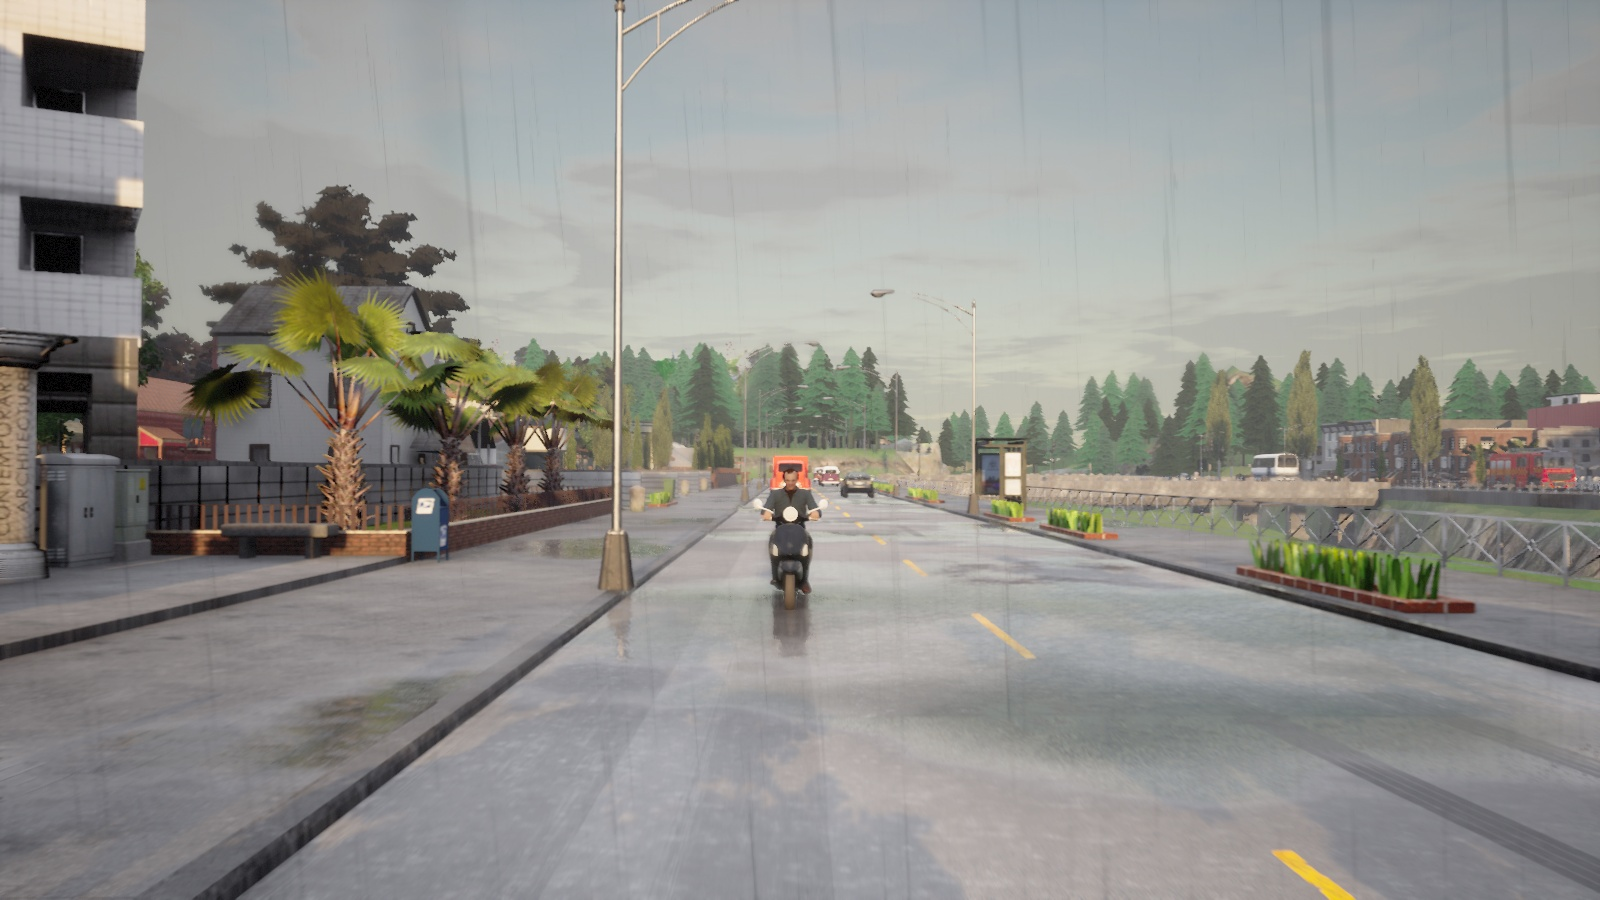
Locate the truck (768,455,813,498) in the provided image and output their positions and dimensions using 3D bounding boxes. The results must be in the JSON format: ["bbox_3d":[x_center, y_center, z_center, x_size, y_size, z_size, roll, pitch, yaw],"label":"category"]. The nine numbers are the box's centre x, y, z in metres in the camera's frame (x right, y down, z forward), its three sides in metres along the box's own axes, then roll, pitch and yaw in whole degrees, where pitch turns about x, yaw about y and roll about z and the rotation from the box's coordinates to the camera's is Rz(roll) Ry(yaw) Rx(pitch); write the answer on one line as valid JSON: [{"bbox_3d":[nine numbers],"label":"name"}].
[{"bbox_3d":[-0.584,1.601,76.228,2.627,2.467,5.204,0,-1,0],"label":"truck"}]

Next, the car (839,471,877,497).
[{"bbox_3d":[3.427,2.000,75.109,2.007,1.525,4.514,0,-1,0],"label":"car"}]

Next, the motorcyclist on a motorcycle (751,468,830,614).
[{"bbox_3d":[-0.109,1.014,14.707,0.866,1.590,1.817,0,-1,0],"label":"motorcyclist on a motorcycle"}]
